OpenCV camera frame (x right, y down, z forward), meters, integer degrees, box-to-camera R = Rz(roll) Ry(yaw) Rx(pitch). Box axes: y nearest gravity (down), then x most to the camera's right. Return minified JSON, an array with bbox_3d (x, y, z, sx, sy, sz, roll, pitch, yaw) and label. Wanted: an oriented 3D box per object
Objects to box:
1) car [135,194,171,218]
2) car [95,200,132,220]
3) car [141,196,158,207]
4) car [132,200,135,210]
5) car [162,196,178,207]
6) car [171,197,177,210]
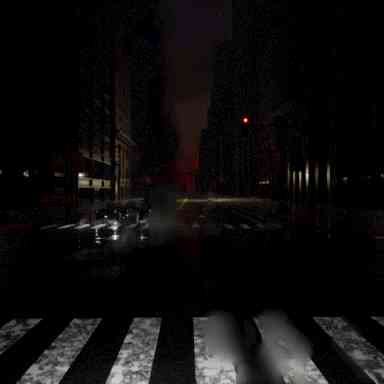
[{"bbox_3d":[-3.372,1.207,30.005,2.150,2.045,5.566,0,0,0],"label":"car"},{"bbox_3d":[-6.639,1.588,27.957,1.895,1.301,4.718,0,0,1],"label":"car"},{"bbox_3d":[-6.625,1.453,52.483,2.128,1.511,4.902,0,0,0],"label":"car"},{"bbox_3d":[-6.627,1.579,37.973,1.895,1.301,4.718,0,0,0],"label":"car"},{"bbox_3d":[-3.367,1.455,51.857,2.128,1.511,4.902,0,0,0],"label":"car"},{"bbox_3d":[-3.377,1.468,40.433,2.128,1.511,4.902,0,0,0],"label":"car"}]
